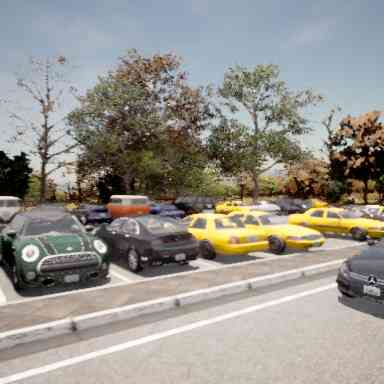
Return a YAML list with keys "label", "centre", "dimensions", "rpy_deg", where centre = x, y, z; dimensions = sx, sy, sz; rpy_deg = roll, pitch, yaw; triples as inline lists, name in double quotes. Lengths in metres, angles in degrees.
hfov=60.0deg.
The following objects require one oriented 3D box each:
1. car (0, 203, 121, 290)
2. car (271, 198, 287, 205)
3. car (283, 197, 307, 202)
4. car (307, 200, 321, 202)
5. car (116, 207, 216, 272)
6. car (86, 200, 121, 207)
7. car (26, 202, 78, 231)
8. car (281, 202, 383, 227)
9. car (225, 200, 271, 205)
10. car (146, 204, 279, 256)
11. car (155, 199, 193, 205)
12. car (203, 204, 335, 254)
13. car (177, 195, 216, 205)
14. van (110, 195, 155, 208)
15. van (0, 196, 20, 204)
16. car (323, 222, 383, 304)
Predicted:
- label: "car"
  centre: [-3.990, 1.352, 9.314]
  dimensions: [2.185, 1.767, 4.553]
  rpy_deg: [0, 0, -35]
- label: "car"
  centre: [6.618, 1.603, 32.790]
  dimensions: [2.002, 1.452, 4.674]
  rpy_deg: [0, 0, -35]
- label: "car"
  centre: [8.895, 1.608, 34.367]
  dimensions: [2.163, 1.488, 4.792]
  rpy_deg: [0, 0, -35]
- label: "car"
  centre: [11.021, 1.467, 35.945]
  dimensions: [2.185, 1.767, 4.553]
  rpy_deg: [0, 0, -35]
- label: "car"
  centre: [-1.699, 1.477, 10.888]
  dimensions: [2.231, 1.521, 4.892]
  rpy_deg: [0, 0, -35]
- label: "car"
  centre: [-7.073, 1.506, 23.150]
  dimensions: [2.163, 1.488, 4.792]
  rpy_deg: [0, 0, -35]
- label: "car"
  centre: [-9.228, 1.503, 21.626]
  dimensions: [2.163, 1.488, 4.792]
  rpy_deg: [0, 0, -35]
- label: "car"
  centre: [7.463, 1.515, 17.146]
  dimensions: [1.946, 1.575, 5.366]
  rpy_deg: [0, 0, -35]
- label: "car"
  centre: [4.461, 1.544, 31.042]
  dimensions: [1.946, 1.575, 5.366]
  rpy_deg: [0, 0, -35]
- label: "car"
  centre: [0.451, 1.476, 12.642]
  dimensions: [1.946, 1.575, 5.366]
  rpy_deg: [0, 0, -35]
- label: "car"
  centre: [-2.414, 1.530, 26.374]
  dimensions: [2.163, 1.488, 4.792]
  rpy_deg: [0, 0, -35]
- label: "car"
  centre: [2.831, 1.486, 13.871]
  dimensions: [1.946, 1.575, 5.366]
  rpy_deg: [0, 0, -35]
- label: "car"
  centre: [-0.184, 1.264, 28.020]
  dimensions: [2.435, 2.045, 5.566]
  rpy_deg: [0, 0, -35]
- label: "van"
  centre: [-4.860, 1.261, 24.822]
  dimensions: [1.878, 1.987, 4.442]
  rpy_deg: [0, 0, -35]
- label: "van"
  centre: [-11.396, 1.250, 19.925]
  dimensions: [1.878, 1.987, 4.442]
  rpy_deg: [0, 0, -36]
- label: "car"
  centre: [5.131, 1.519, 7.349]
  dimensions: [4.674, 1.442, 1.812]
  rpy_deg: [0, 0, -36]
